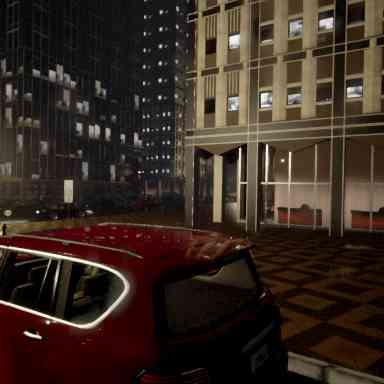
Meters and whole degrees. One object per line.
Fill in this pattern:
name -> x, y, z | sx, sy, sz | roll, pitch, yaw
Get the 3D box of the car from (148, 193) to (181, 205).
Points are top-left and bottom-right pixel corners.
car -> -4.084, 1.244, 49.691 | 1.812, 1.442, 4.674 | 1, 1, 30

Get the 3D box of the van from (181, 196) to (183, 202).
van -> -3.729, 0.975, 55.457 | 1.690, 1.788, 3.998 | 2, 1, 30

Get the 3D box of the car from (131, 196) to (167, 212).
car -> -4.946, 1.488, 36.733 | 1.802, 1.307, 4.206 | 2, 1, 30

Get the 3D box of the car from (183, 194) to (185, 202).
car -> -0.884, 1.041, 60.345 | 1.967, 1.590, 4.097 | 2, 1, 30

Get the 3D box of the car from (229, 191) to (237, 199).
car -> 10.504, 0.784, 79.888 | 2.192, 1.841, 5.009 | 2, 1, 30

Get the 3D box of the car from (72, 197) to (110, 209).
car -> -12.273, 1.299, 40.802 | 1.947, 1.339, 4.313 | 2, 1, 30

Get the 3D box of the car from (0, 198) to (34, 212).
car -> -15.614, 1.356, 29.932 | 1.837, 1.490, 4.892 | 1, 1, 30

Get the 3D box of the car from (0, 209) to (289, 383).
car -> -1.434, 1.314, 3.875 | 5.009, 1.841, 2.192 | 0, 1, 36

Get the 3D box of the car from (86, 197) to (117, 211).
car -> -10.614, 1.357, 38.527 | 1.994, 1.385, 4.181 | 1, 1, 30

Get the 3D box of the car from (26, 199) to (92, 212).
car -> -10.635, 1.537, 26.968 | 1.947, 1.339, 4.313 | 2, 1, 30

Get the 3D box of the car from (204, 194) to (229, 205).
car -> 3.590, 1.247, 51.379 | 1.967, 1.590, 4.097 | 2, 1, 30

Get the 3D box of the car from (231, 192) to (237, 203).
car -> 9.363, 1.265, 61.293 | 1.752, 1.417, 4.829 | 2, 1, 30

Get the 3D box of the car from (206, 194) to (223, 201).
car -> 4.807, 1.079, 70.119 | 1.887, 1.381, 4.507 | 2, 1, 30
